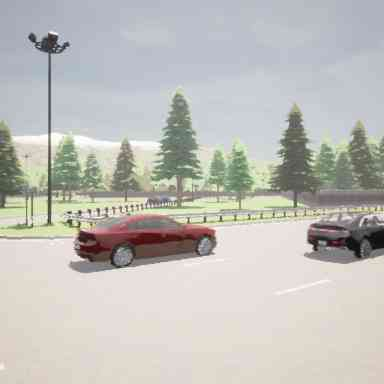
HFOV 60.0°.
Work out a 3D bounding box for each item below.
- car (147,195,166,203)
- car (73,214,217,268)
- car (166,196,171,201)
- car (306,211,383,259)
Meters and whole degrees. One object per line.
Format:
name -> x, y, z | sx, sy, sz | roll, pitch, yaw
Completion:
car -> -6.612, 1.352, 59.869 | 2.097, 1.767, 4.553 | 0, 0, 6
car -> -1.400, 1.477, 11.338 | 5.008, 1.535, 1.882 | 0, 0, -35
car -> -5.648, 1.477, 69.715 | 1.882, 1.535, 5.008 | 0, 0, 5
car -> 6.344, 1.491, 12.554 | 4.902, 1.511, 2.128 | 0, 0, -35
